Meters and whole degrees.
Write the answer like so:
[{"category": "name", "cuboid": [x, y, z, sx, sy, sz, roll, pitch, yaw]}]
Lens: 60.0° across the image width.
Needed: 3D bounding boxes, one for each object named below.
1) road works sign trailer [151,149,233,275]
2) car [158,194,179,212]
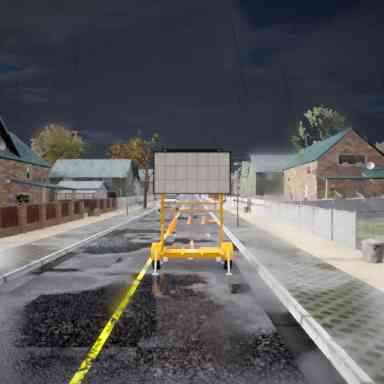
[{"category": "road works sign trailer", "cuboid": [0.002, 0.467, 10.417, 2.380, 3.560, 2.880, 0, 0, 0]}, {"category": "car", "cuboid": [-2.742, 1.225, 39.026, 2.150, 2.045, 5.566, 0, 0, 0]}]
